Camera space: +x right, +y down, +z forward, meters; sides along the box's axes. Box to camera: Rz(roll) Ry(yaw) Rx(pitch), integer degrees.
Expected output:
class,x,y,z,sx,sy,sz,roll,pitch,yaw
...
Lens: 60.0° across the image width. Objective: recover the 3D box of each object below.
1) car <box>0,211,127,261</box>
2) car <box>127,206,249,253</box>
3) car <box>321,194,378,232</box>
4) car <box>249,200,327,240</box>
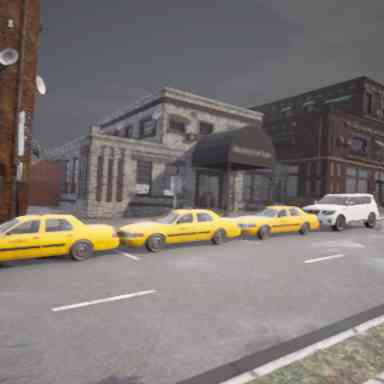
class,x,y,z,sx,sy,sz,roll,pitch,yaw
car,-4.997,1.383,10.296,5.366,1.575,1.946,0,0,-34
car,-0.445,1.377,13.423,5.366,1.575,1.946,0,0,-35
car,8.887,1.121,19.855,5.566,2.045,2.435,0,0,-35
car,4.103,1.373,16.560,5.366,1.575,1.946,0,0,-35
